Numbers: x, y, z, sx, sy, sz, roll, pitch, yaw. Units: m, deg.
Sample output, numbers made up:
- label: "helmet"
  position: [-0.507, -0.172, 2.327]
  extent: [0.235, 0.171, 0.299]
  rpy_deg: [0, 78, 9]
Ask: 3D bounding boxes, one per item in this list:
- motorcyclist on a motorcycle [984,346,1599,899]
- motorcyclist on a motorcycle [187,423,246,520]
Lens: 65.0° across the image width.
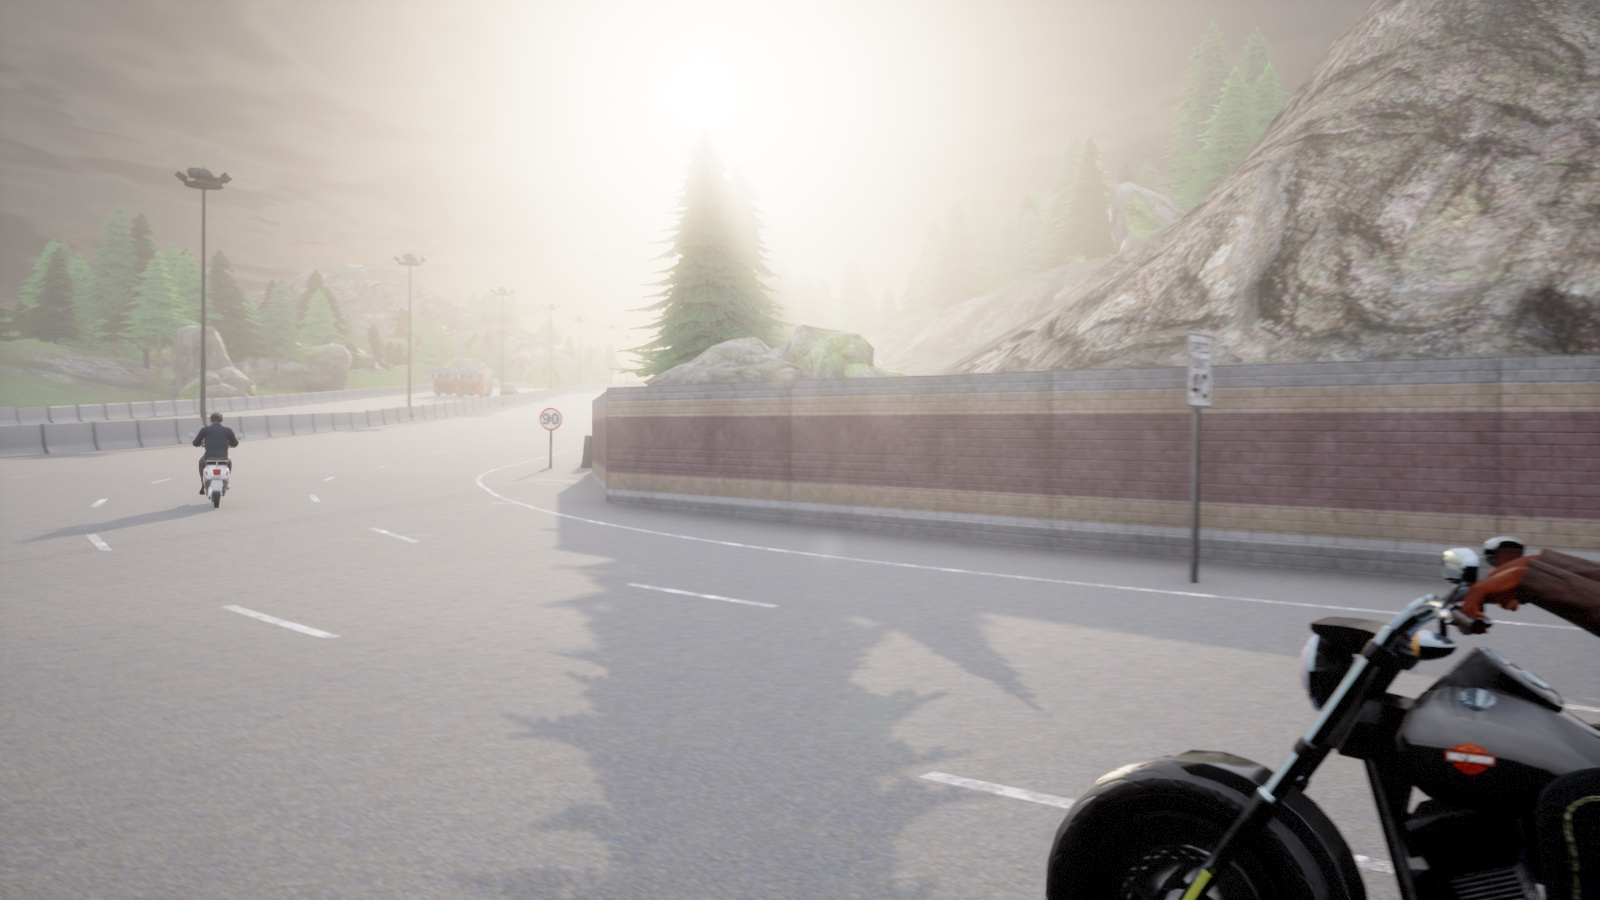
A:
- label: "motorcyclist on a motorcycle"
  position: [1.614, 0.639, 2.543]
  extent: [2.350, 1.649, 0.766]
  rpy_deg: [0, 0, 34]
- label: "motorcyclist on a motorcycle"
  position: [-9.996, 0.335, 21.486]
  extent: [0.866, 1.590, 1.817]
  rpy_deg: [0, 1, -26]
